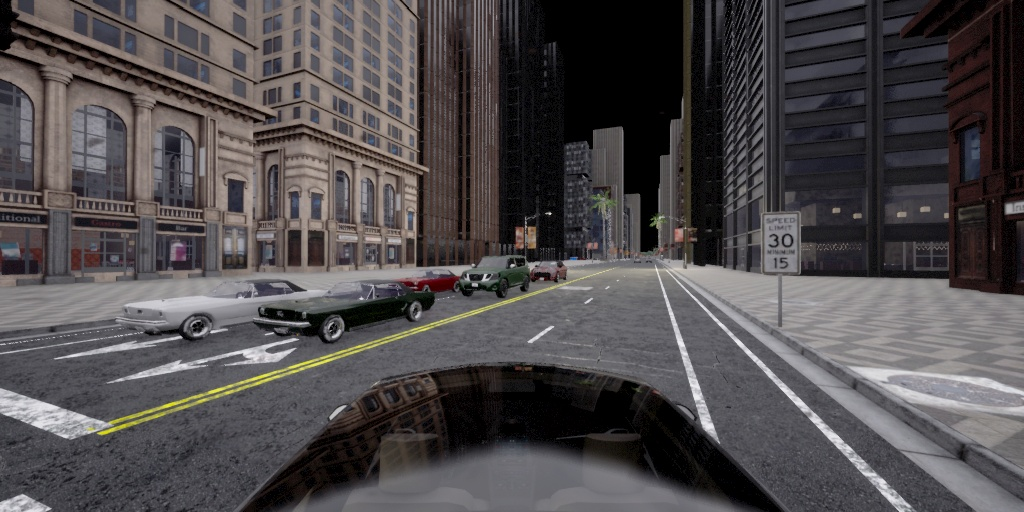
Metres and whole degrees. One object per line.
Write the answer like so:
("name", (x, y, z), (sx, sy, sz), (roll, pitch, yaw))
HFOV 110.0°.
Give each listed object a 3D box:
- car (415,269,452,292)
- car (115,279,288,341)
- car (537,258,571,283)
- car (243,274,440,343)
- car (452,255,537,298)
("car", (-4.332, 1.356, 18.744), (1.895, 1.301, 4.718), (0, 0, 21))
("car", (-7.673, 1.352, 10.212), (1.895, 1.301, 4.718), (0, 0, 21))
("car", (3.002, 1.116, 28.581), (2.097, 1.767, 4.553), (0, 0, 21))
("car", (-4.271, 1.352, 9.985), (1.895, 1.301, 4.718), (0, 0, 24))
("car", (-0.705, 0.977, 19.072), (2.150, 2.045, 5.566), (0, 0, 21))
